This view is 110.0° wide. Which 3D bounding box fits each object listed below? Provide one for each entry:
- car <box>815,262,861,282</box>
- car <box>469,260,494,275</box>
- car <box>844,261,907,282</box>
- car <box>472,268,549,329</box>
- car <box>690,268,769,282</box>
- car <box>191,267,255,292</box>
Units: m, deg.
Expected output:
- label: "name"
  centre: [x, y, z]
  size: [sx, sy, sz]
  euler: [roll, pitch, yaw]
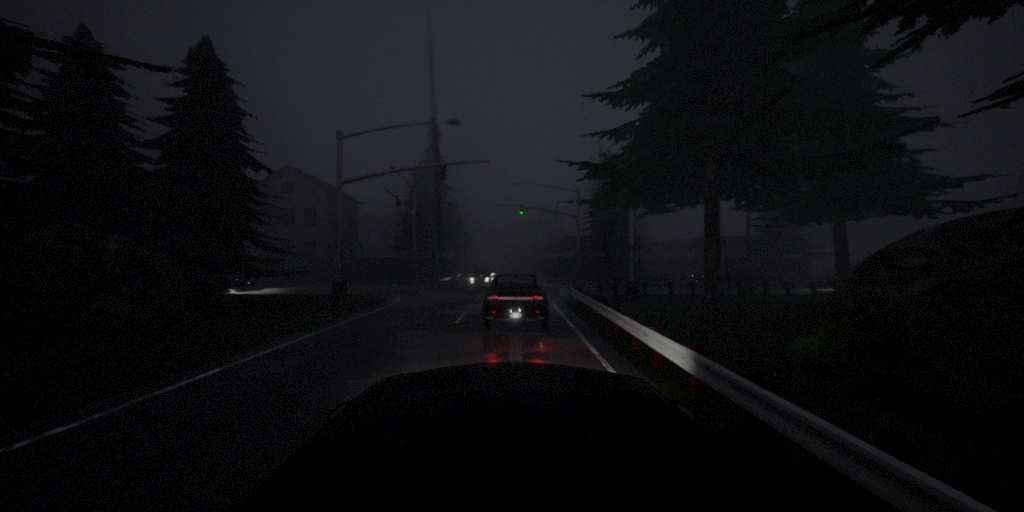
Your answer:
- label: "car"
  centre: [24.724, 1.406, 26.244]
  size: [5.008, 1.535, 1.882]
  euler: [0, 0, -15]
- label: "car"
  centre: [-3.468, 1.531, 41.128]
  size: [1.882, 1.535, 5.008]
  euler: [0, 0, 0]
- label: "car"
  centre: [32.574, 1.335, 32.362]
  size: [2.097, 1.767, 4.553]
  euler: [0, -1, 17]
- label: "car"
  centre: [0.111, 1.317, 11.564]
  size: [2.128, 1.511, 4.902]
  euler: [0, 0, 0]
- label: "car"
  centre: [15.395, 1.523, 25.616]
  size: [4.718, 1.301, 1.895]
  euler: [0, 0, 1]
- label: "car"
  centre: [-18.741, 1.395, 22.291]
  size: [4.892, 1.490, 1.837]
  euler: [0, 0, 1]
